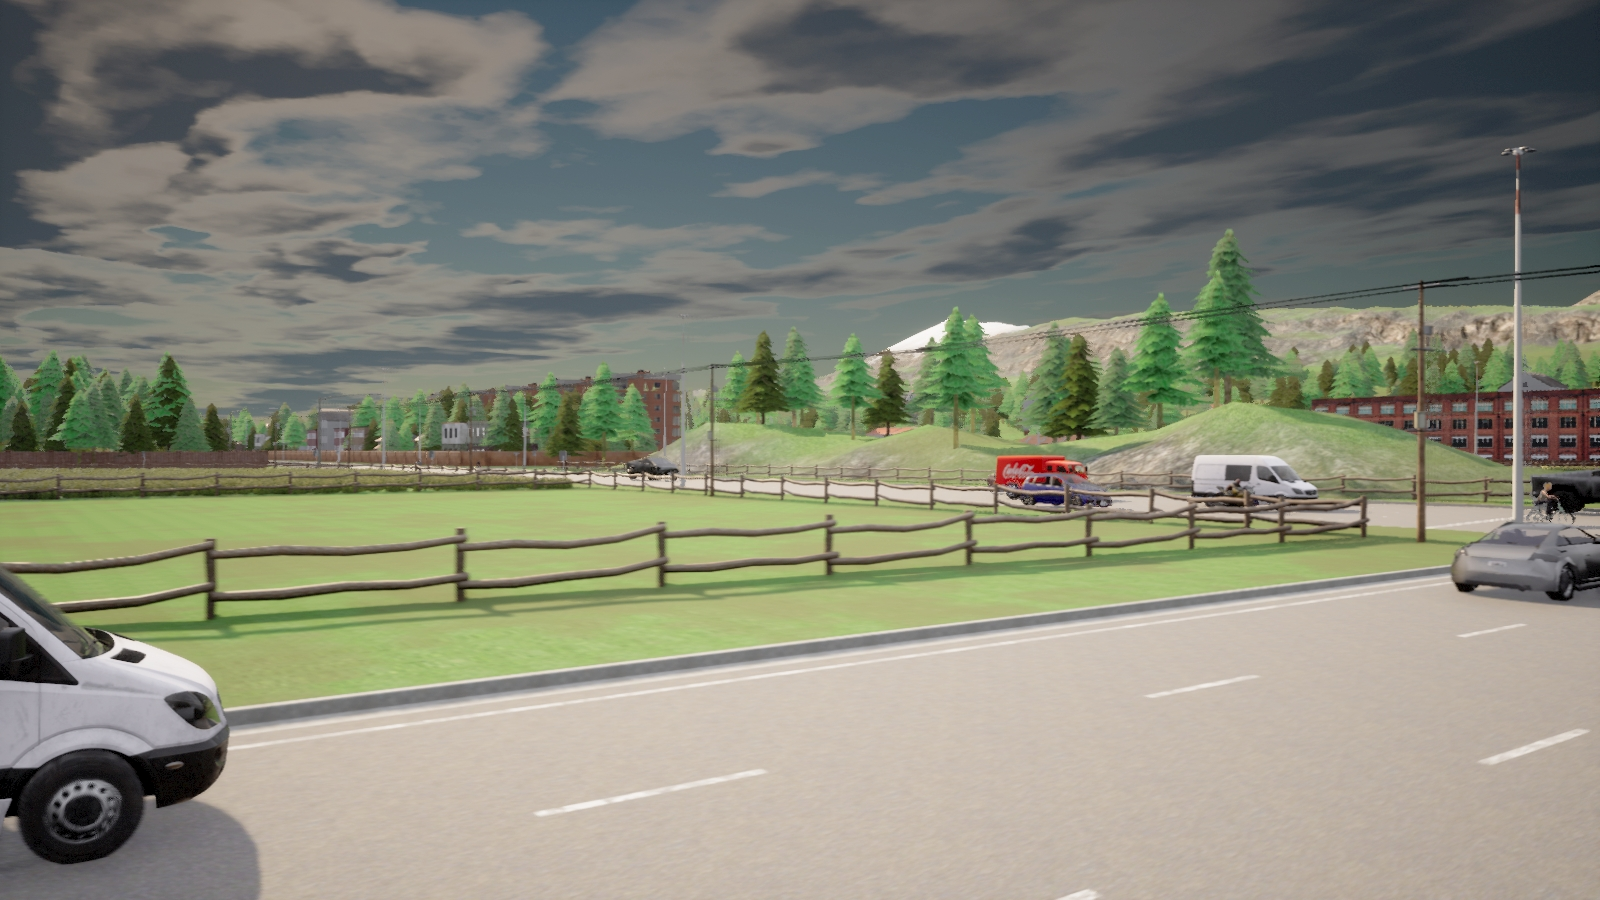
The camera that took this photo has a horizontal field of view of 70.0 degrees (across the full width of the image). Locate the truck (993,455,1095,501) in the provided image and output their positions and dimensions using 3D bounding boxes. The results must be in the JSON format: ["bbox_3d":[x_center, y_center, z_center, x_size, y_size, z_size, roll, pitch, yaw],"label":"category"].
[{"bbox_3d":[13.865,1.567,65.280,2.627,2.467,5.204,0,0,-39],"label":"truck"}]

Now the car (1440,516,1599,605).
[{"bbox_3d":[14.777,2.119,22.730,4.181,1.385,1.994,0,0,-36],"label":"car"}]

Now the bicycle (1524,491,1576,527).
[{"bbox_3d":[27.423,2.158,41.763,1.487,1.276,0.859,0,-3,40],"label":"bicycle"}]

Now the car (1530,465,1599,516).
[{"bbox_3d":[35.289,1.754,49.148,6.274,2.098,2.390,0,0,41],"label":"car"}]

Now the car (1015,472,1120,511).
[{"bbox_3d":[12.848,1.968,55.165,2.242,1.667,4.611,0,0,-36],"label":"car"}]

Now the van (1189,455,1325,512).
[{"bbox_3d":[21.773,1.535,54.732,1.988,2.561,5.915,0,0,-36],"label":"van"}]

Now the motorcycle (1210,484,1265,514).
[{"bbox_3d":[19.737,2.206,51.579,0.867,1.251,2.209,0,-1,-36],"label":"motorcycle"}]

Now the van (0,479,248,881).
[{"bbox_3d":[-7.007,1.534,7.431,5.915,2.561,1.988,0,0,-35],"label":"van"}]
